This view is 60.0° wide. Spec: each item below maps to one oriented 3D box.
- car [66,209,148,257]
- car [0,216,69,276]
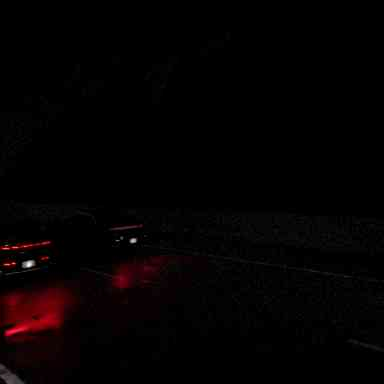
[{"bbox_3d":[-3.736,1.377,12.424,4.902,1.511,2.128,0,1,41],"label":"car"},{"bbox_3d":[-5.693,1.470,9.489,4.892,1.490,1.837,0,1,41],"label":"car"}]
